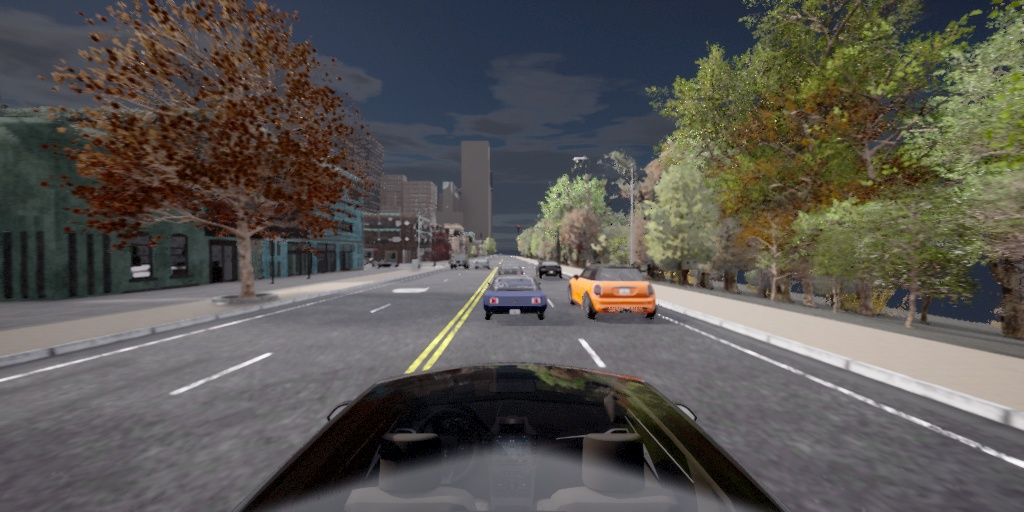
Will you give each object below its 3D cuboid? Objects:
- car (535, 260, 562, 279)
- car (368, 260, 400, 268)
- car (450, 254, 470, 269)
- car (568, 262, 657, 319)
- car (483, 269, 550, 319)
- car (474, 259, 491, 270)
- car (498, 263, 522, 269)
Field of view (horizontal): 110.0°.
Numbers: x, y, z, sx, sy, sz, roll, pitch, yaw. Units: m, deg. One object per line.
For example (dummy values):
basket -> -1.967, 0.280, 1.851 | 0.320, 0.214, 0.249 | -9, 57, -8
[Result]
car -> 3.070, 1.097, 30.680 | 1.882, 1.535, 5.008 | 0, 0, -1
car -> -20.696, 1.313, 58.822 | 4.313, 1.339, 1.948 | 0, 0, -1
car -> -7.102, 0.764, 49.434 | 2.150, 2.045, 5.566 | 0, 0, -1
car -> 3.316, 1.053, 12.735 | 2.097, 1.767, 4.553 | 0, 0, 0
car -> 0.075, 1.302, 12.496 | 1.895, 1.301, 4.718 | 0, 0, 0
car -> -3.836, 1.073, 47.062 | 1.812, 1.442, 4.674 | 0, 0, 0
car -> -0.136, 1.233, 27.996 | 1.895, 1.301, 4.718 | 0, 0, -1
